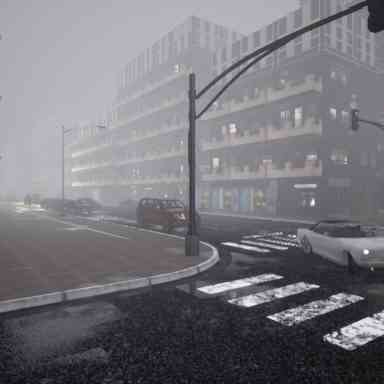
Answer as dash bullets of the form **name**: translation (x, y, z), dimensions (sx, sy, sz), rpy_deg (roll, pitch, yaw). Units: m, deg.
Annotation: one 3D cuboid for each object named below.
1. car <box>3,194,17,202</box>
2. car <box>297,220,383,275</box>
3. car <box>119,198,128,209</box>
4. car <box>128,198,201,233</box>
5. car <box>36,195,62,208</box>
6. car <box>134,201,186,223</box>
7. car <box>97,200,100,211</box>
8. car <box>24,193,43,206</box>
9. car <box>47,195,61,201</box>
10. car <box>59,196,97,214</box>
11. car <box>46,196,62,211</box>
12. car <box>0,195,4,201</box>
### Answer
- **car**: translation (-38.029, 1.412, 70.181), dimensions (1.802, 1.307, 4.206), rpy_deg (0, 0, -36)
- **car**: translation (5.060, 1.602, 10.585), dimensions (1.895, 1.301, 4.718), rpy_deg (0, 0, -2)
- **car**: translation (-8.023, 1.465, 42.941), dimensions (1.802, 1.307, 4.206), rpy_deg (0, 0, -36)
- **car**: translation (-1.552, 1.264, 19.663), dimensions (2.192, 1.841, 5.009), rpy_deg (0, 0, -36)
- **car**: translation (-18.134, 1.436, 42.628), dimensions (1.947, 1.339, 4.313), rpy_deg (0, 0, -36)
- **car**: translation (-2.560, 1.457, 25.475), dimensions (1.812, 1.442, 4.674), rpy_deg (0, 0, -36)
- **car**: translation (-12.261, 1.364, 38.938), dimensions (1.882, 1.535, 5.008), rpy_deg (0, 0, -36)
- **car**: translation (-24.764, 1.162, 51.811), dimensions (2.192, 1.841, 5.009), rpy_deg (0, 0, -36)
- **car**: translation (-31.234, 1.379, 75.086), dimensions (2.008, 1.369, 4.403), rpy_deg (0, 0, -36)
- **car**: translation (-11.501, 1.444, 33.441), dimensions (1.887, 1.381, 4.507), rpy_deg (0, 0, -36)
- **car**: translation (-14.817, 1.451, 38.034), dimensions (1.947, 1.339, 4.313), rpy_deg (0, 0, -36)
- **car**: translation (-41.345, 1.269, 74.773), dimensions (1.967, 1.590, 4.097), rpy_deg (0, 0, -36)
